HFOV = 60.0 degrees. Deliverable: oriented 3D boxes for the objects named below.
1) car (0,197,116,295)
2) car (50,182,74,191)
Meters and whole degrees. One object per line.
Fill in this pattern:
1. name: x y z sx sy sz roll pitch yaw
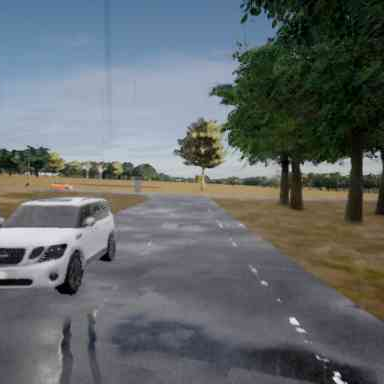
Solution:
1. car: -3.599 1.185 9.022 2.150 2.045 5.566 0 1 0
2. car: -27.125 -1.208 69.492 4.553 1.767 2.097 2 1 1
